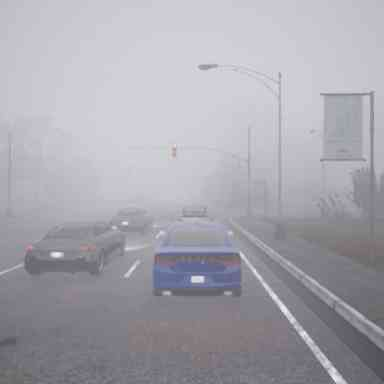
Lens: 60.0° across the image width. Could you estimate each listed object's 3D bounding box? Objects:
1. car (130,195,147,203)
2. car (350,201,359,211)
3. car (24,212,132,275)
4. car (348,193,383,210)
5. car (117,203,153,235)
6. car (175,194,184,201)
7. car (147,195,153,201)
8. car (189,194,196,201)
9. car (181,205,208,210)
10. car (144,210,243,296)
[{"bbox_3d":[-10.442,1.440,62.975,2.128,1.511,4.902,0,0,1],"label":"car"},{"bbox_3d":[21.205,1.444,37.925,5.008,1.535,1.882,0,0,3],"label":"car"},{"bbox_3d":[-3.393,1.555,10.423,1.994,1.385,4.181,0,0,1],"label":"car"},{"bbox_3d":[22.719,1.185,41.344,5.566,2.045,2.150,0,0,3],"label":"car"},{"bbox_3d":[-3.370,1.548,18.806,1.994,1.385,4.181,0,0,0],"label":"car"},{"bbox_3d":[-3.359,1.279,86.007,2.097,1.767,4.553,0,0,0],"label":"car"},{"bbox_3d":[-10.371,1.488,78.424,1.994,1.385,4.181,0,0,0],"label":"car"},{"bbox_3d":[0.140,1.463,85.614,2.033,1.411,5.357,0,0,0],"label":"car"},{"bbox_3d":[0.129,1.477,18.148,2.128,1.511,4.902,0,0,0],"label":"car"},{"bbox_3d":[0.113,1.470,8.648,1.882,1.535,5.008,0,0,0],"label":"car"}]
